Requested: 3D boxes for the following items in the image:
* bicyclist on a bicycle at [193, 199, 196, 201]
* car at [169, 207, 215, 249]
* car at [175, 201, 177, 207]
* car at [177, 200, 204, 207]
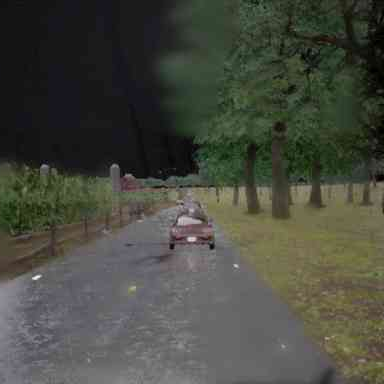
[{"bbox_3d":[0.756,2.785,90.298,0.582,1.620,1.656,0,-1,0],"label":"bicyclist on a bicycle"},{"bbox_3d":[0.000,1.607,14.656,1.812,1.442,4.674,0,-1,0],"label":"car"},{"bbox_3d":[-2.750,2.553,76.748,1.882,1.535,5.008,0,-1,0],"label":"car"},{"bbox_3d":[0.000,1.611,29.629,2.097,1.767,4.553,0,-1,0],"label":"car"}]
